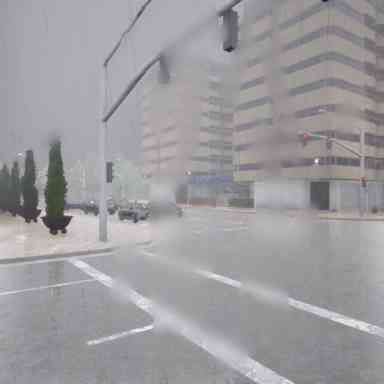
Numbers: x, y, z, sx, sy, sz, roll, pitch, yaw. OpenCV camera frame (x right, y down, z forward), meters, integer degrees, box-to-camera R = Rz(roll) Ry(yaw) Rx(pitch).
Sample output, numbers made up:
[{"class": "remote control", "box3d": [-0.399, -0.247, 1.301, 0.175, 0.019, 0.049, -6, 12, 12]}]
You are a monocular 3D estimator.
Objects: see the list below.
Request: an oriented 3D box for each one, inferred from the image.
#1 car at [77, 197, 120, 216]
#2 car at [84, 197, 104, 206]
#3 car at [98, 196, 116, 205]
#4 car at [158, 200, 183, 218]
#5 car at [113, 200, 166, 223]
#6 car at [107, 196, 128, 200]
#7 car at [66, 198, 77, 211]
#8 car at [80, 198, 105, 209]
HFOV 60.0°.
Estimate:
[{"class": "car", "box3d": [-9.443, 1.547, 33.356, 2.033, 1.411, 5.357, 0, 0, -35]}, {"class": "car", "box3d": [-16.427, 1.564, 55.910, 1.994, 1.385, 4.181, 0, 0, -35]}, {"class": "car", "box3d": [-15.576, 1.526, 60.799, 1.812, 1.442, 4.674, 0, 0, -35]}, {"class": "car", "box3d": [-2.625, 1.505, 29.714, 1.837, 1.490, 4.892, 0, 0, -35]}, {"class": "car", "box3d": [-4.147, 1.564, 25.781, 1.994, 1.385, 4.181, 0, 0, -35]}, {"class": "car", "box3d": [-7.928, 1.491, 37.302, 2.128, 1.511, 4.902, 0, 0, -35]}, {"class": "car", "box3d": [-15.208, 1.478, 41.617, 1.882, 1.535, 5.008, 0, 0, -35]}, {"class": "car", "box3d": [-13.638, 1.564, 45.480, 1.994, 1.385, 4.181, 0, 0, -35]}]
